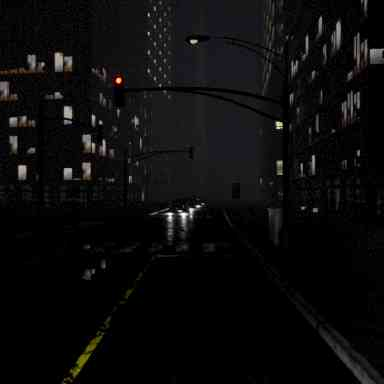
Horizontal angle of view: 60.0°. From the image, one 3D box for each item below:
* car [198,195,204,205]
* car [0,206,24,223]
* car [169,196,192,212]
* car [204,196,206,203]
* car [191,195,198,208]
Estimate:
[{"bbox_3d":[0.443,1.293,56.634,2.097,1.767,4.553,0,0,7],"label":"car"},{"bbox_3d":[-16.444,1.854,28.063,4.403,1.369,2.008,-1,1,10],"label":"car"},{"bbox_3d":[-1.448,1.499,37.854,1.812,1.442,4.674,0,0,5],"label":"car"},{"bbox_3d":[1.835,1.464,67.100,2.033,1.411,5.357,0,0,8],"label":"car"},{"bbox_3d":[-0.631,1.486,46.819,1.812,1.442,4.674,0,0,6],"label":"car"}]
